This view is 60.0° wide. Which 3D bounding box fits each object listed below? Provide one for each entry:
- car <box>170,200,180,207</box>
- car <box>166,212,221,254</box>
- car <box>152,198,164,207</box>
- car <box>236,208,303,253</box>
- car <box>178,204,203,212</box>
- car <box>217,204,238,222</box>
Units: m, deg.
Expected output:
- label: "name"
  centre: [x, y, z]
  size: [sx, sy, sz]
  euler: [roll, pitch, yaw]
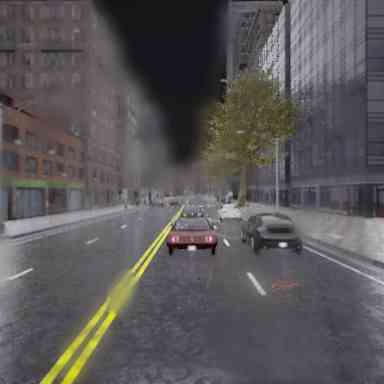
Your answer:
- label: "car"
  centre: [-3.231, 2.150, 63.622]
  size: [1.895, 1.301, 4.718]
  euler: [0, 0, 0]
- label: "car"
  centre: [0.006, 1.733, 14.103]
  size: [1.895, 1.301, 4.718]
  euler: [0, 0, 0]
- label: "car"
  centre: [-6.482, 1.900, 63.661]
  size: [2.097, 1.767, 4.553]
  euler: [0, 0, 0]
- label: "car"
  centre: [3.259, 1.642, 14.295]
  size: [1.837, 1.490, 4.892]
  euler: [0, 0, 0]
- label: "car"
  centre: [0.011, 1.865, 29.102]
  size: [1.895, 1.301, 4.718]
  euler: [0, 0, 0]
- label: "car"
  centre: [3.265, 1.792, 29.382]
  size: [1.812, 1.442, 4.674]
  euler: [0, 0, 0]
